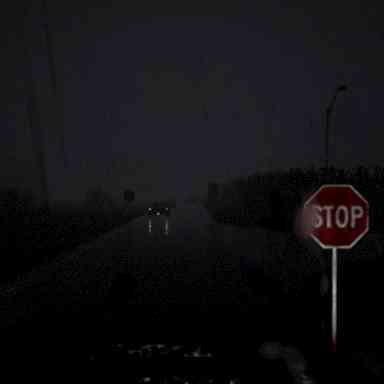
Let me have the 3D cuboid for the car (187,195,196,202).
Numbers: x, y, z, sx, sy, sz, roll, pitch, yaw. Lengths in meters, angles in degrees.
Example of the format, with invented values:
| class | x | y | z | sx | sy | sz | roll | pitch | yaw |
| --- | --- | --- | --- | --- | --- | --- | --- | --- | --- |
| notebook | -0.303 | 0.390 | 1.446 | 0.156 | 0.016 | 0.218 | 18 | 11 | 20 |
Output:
| class | x | y | z | sx | sy | sz | roll | pitch | yaw |
| --- | --- | --- | --- | --- | --- | --- | --- | --- | --- |
| car | -0.150 | 1.416 | 71.307 | 1.895 | 1.301 | 4.718 | 0 | 0 | 0 |

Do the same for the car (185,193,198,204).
| class | x | y | z | sx | sy | sz | roll | pitch | yaw |
| --- | --- | --- | --- | --- | --- | --- | --- | --- | --- |
| car | -0.129 | 1.238 | 61.232 | 2.097 | 1.767 | 4.553 | 0 | 0 | 0 |

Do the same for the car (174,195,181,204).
| class | x | y | z | sx | sy | sz | roll | pitch | yaw |
| --- | --- | --- | --- | --- | --- | --- | --- | --- | --- |
| car | -2.922 | 1.392 | 61.118 | 1.837 | 1.490 | 4.892 | 0 | 0 | 0 |

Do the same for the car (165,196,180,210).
| class | x | y | z | sx | sy | sz | roll | pitch | yaw |
| --- | --- | --- | --- | --- | --- | --- | --- | --- | --- |
| car | -2.932 | 1.503 | 41.797 | 1.994 | 1.385 | 4.181 | 0 | 0 | 0 |

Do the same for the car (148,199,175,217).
| class | x | y | z | sx | sy | sz | roll | pitch | yaw |
| --- | --- | --- | --- | --- | --- | --- | --- | --- | --- |
| car | -2.910 | 1.560 | 30.844 | 1.895 | 1.301 | 4.718 | 0 | 0 | 0 |

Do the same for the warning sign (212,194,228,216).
| class | x | y | z | sx | sy | sz | roll | pitch | yaw |
| --- | --- | --- | --- | --- | --- | --- | --- | --- | --- |
| warning sign | 2.388 | 1.078 | 28.831 | 1.300 | 1.860 | 1.060 | 0 | 0 | 0 |
